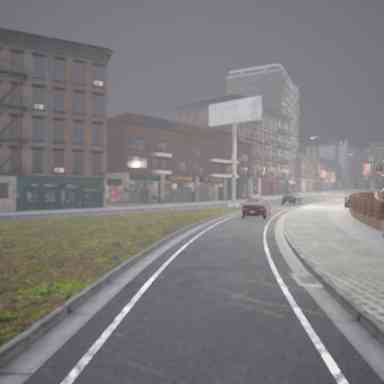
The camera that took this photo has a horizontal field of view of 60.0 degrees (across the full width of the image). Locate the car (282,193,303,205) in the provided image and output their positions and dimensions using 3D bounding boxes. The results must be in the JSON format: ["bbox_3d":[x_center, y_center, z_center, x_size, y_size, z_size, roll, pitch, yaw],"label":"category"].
[{"bbox_3d":[13.283,0.884,43.844,1.837,1.490,4.892,0,1,32],"label":"car"}]

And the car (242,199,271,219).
[{"bbox_3d":[5.358,1.276,27.343,1.882,1.535,5.008,1,2,19],"label":"car"}]
